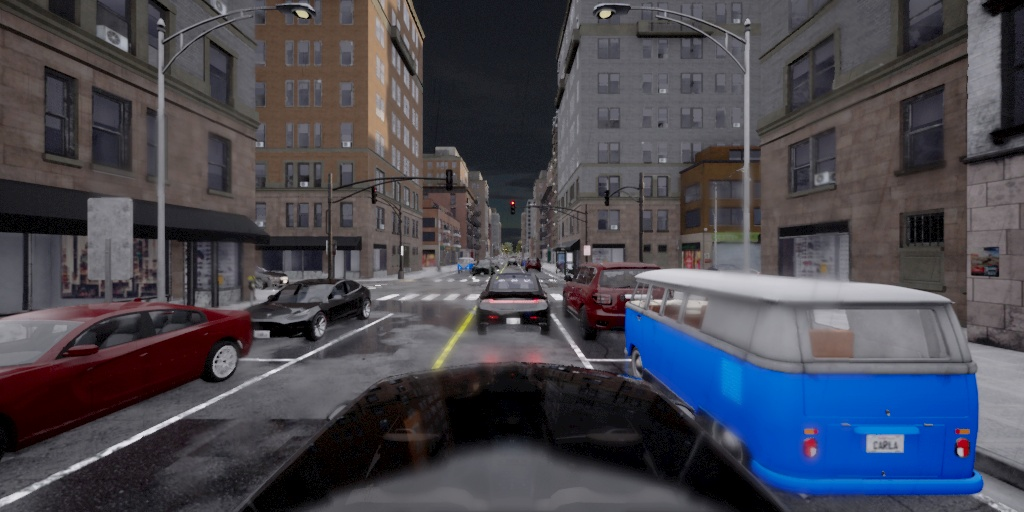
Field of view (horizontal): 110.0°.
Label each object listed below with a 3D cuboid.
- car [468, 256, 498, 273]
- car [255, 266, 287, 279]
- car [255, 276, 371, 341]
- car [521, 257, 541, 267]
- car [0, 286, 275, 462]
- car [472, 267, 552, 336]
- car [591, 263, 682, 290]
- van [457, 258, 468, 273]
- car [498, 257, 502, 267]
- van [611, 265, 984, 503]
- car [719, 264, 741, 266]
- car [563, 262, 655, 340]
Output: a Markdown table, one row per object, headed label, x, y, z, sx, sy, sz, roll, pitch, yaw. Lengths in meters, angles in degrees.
| label | x | y | z | sx | sy | sz | roll | pitch | yaw |
| --- | --- | --- | --- | --- | --- | --- | --- | --- | --- |
| car | -2.819 | 1.098 | 35.960 | 2.097 | 1.767 | 4.553 | 0 | 0 | 0 |
| car | -16.225 | 1.304 | 21.784 | 4.902 | 1.511 | 2.128 | 0 | 0 | 0 |
| car | -5.376 | 1.316 | 9.905 | 1.948 | 1.339 | 4.313 | 0 | 0 | 0 |
| car | 2.746 | 1.059 | 47.270 | 2.192 | 1.841 | 5.009 | 0 | 0 | 0 |
| car | -5.381 | 1.295 | 4.394 | 1.888 | 1.381 | 4.507 | 0 | 0 | 0 |
| car | 0.057 | 1.241 | 10.440 | 2.128 | 1.511 | 4.902 | 0 | 0 | 0 |
| car | 7.453 | 1.202 | 21.912 | 4.902 | 1.511 | 2.128 | 0 | 0 | 7 |
| van | -5.371 | 1.086 | 41.869 | 1.690 | 1.789 | 3.998 | 0 | 0 | 0 |
| car | -2.795 | 1.249 | 53.293 | 1.837 | 1.490 | 4.892 | 0 | 0 | 0 |
| van | 2.644 | 1.091 | 4.387 | 1.690 | 1.789 | 3.998 | 0 | 0 | 0 |
| car | 14.678 | 1.242 | 24.761 | 4.181 | 1.385 | 1.994 | 0 | 0 | 0 |
| car | 2.649 | 1.064 | 9.899 | 2.192 | 1.841 | 5.009 | 0 | 0 | 0 |
